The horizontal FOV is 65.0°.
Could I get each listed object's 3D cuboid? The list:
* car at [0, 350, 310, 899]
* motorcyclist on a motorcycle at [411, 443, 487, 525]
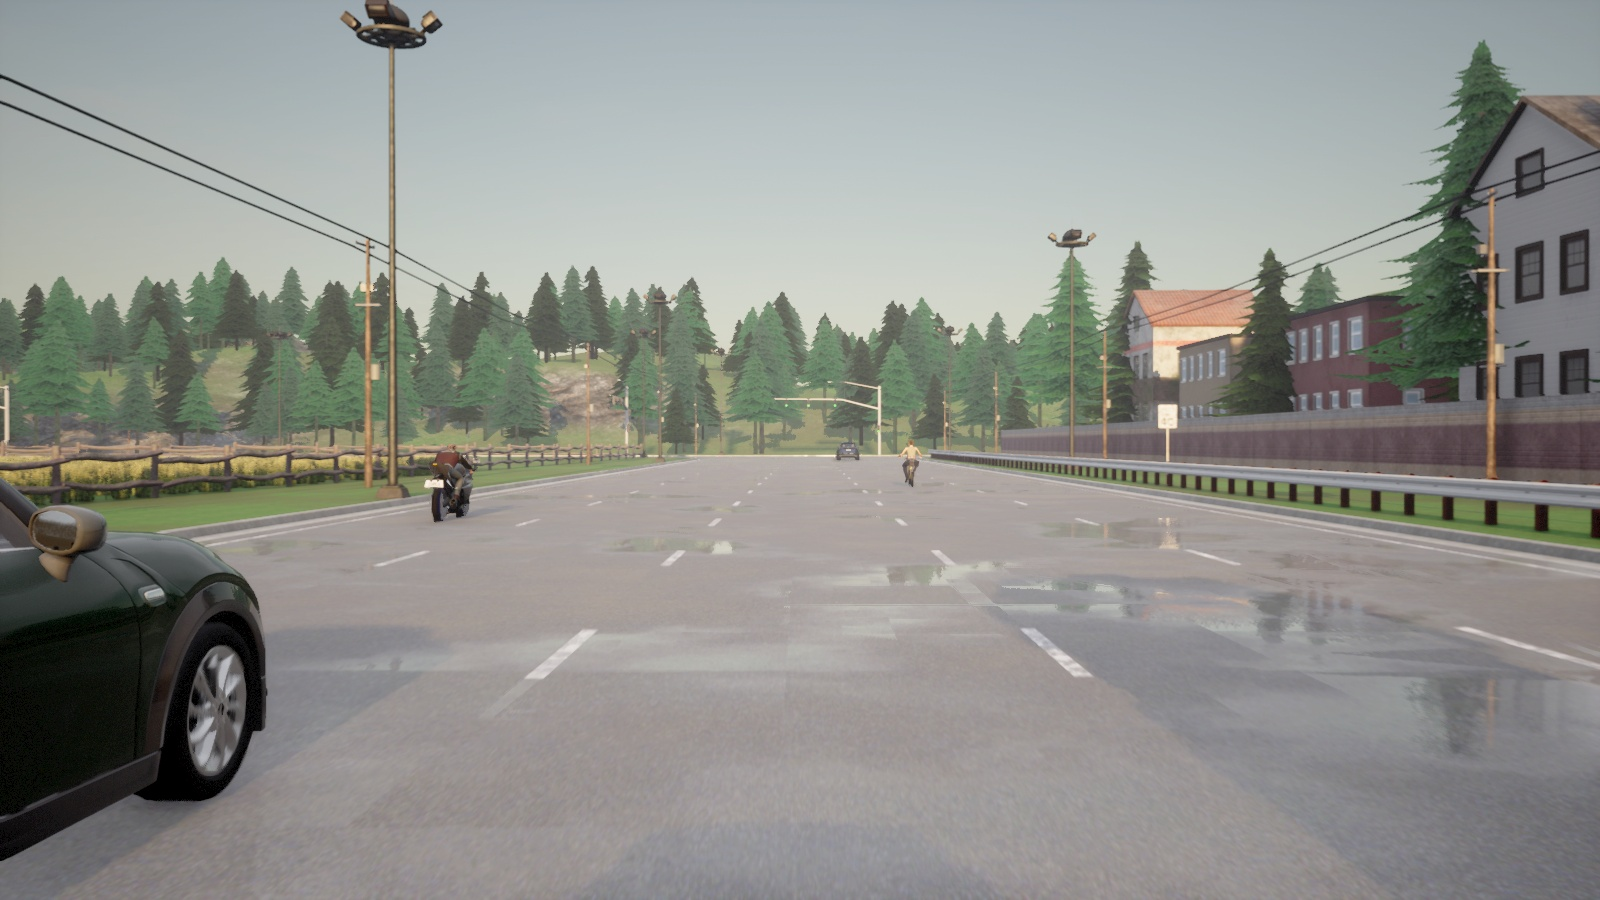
[{"bbox_3d":[-3.462,0.580,3.876,2.097,1.767,4.553,0,0,0],"label":"car"},{"bbox_3d":[-6.844,0.637,24.609,0.866,1.530,2.191,0,0,0],"label":"motorcyclist on a motorcycle"}]
